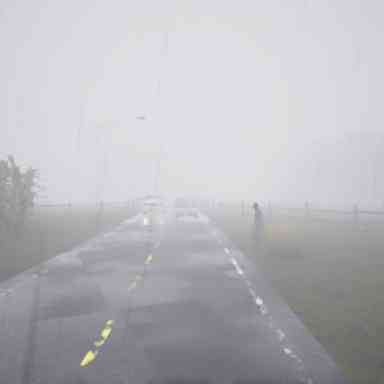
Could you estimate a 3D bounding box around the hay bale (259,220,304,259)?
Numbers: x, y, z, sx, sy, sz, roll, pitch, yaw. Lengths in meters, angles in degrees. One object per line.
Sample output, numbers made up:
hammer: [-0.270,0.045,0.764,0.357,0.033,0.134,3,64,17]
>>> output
hay bale: [3.078,1.624,11.583,1.220,1.180,1.240,0,0,-1]

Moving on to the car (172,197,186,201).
car: [-1.481,1.414,44.066,1.837,1.490,4.892,0,0,-4]

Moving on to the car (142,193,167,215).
car: [-3.666,1.148,33.068,2.150,2.045,5.566,0,0,-3]

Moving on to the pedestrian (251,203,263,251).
pedestrian: [2.505,1.249,12.392,0.375,1.860,0.375,0,0,-2]

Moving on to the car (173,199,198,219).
car: [-0.507,1.533,28.451,1.895,1.301,4.718,0,0,-2]

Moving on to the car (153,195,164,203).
car: [-7.124,1.399,70.825,2.128,1.511,4.902,0,0,-7]
